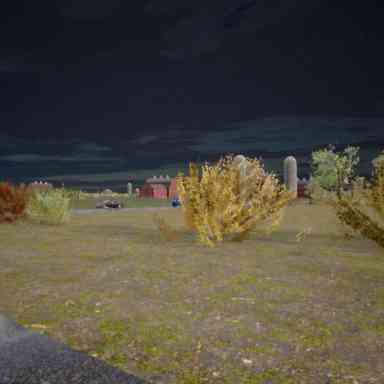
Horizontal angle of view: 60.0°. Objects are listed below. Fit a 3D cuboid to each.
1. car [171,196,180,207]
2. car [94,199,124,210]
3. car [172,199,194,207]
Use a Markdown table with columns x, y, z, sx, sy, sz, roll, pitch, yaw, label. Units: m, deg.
| x | y | z | sx | sy | sz | roll | pitch | yaw | label |
| --- | --- | --- | --- | --- | --- | --- | --- | --- | --- |
| -1.455 | 1.750 | 60.813 | 2.150 | 2.045 | 5.566 | -1 | -1 | 36 | car |
| -12.766 | 1.937 | 51.302 | 1.837 | 1.490 | 4.892 | -1 | -1 | 36 | car |
| -1.678 | 2.193 | 66.533 | 1.837 | 1.490 | 4.892 | -1 | -1 | 36 | car |
